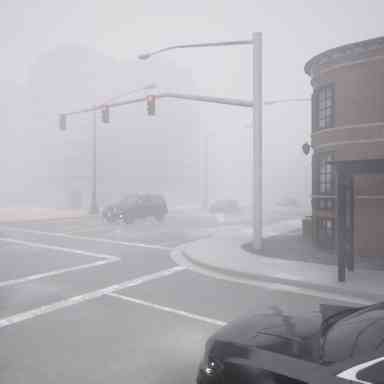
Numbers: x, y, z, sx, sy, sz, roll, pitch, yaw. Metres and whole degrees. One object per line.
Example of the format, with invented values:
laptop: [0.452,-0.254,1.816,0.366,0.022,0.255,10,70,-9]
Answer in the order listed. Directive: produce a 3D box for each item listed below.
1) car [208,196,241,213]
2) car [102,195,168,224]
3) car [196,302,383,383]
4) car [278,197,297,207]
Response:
car: [3.644,1.505,36.391,1.837,1.490,4.892,0,0,35]
car: [-4.157,1.222,25.373,2.150,2.045,5.566,0,0,35]
car: [2.294,1.505,2.329,4.892,1.490,1.837,0,0,35]
car: [15.088,1.493,52.410,2.128,1.511,4.902,0,0,36]
